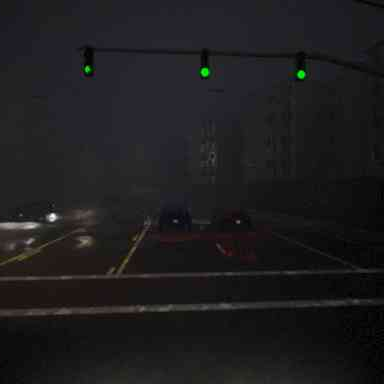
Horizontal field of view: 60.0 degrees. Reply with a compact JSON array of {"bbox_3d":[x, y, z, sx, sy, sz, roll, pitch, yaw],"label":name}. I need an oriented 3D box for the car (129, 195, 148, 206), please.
[{"bbox_3d":[-8.455,1.292,50.694,1.837,1.490,4.892,0,1,-37],"label":"car"}]

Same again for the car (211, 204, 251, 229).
[{"bbox_3d":[2.376,1.456,20.743,1.812,1.442,4.674,0,0,-5],"label":"car"}]

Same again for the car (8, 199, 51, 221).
[{"bbox_3d":[-12.585,1.466,25.691,1.994,1.385,4.181,0,0,-11],"label":"car"}]

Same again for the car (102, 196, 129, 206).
[{"bbox_3d":[-11.470,1.319,48.900,1.812,1.442,4.674,0,1,-37],"label":"car"}]

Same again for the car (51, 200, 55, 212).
[{"bbox_3d":[-16.035,1.452,36.163,1.895,1.301,4.718,0,0,-28],"label":"car"}]

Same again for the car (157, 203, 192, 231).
[{"bbox_3d":[-1.087,1.409,20.232,1.882,1.535,5.008,0,0,-5],"label":"car"}]
